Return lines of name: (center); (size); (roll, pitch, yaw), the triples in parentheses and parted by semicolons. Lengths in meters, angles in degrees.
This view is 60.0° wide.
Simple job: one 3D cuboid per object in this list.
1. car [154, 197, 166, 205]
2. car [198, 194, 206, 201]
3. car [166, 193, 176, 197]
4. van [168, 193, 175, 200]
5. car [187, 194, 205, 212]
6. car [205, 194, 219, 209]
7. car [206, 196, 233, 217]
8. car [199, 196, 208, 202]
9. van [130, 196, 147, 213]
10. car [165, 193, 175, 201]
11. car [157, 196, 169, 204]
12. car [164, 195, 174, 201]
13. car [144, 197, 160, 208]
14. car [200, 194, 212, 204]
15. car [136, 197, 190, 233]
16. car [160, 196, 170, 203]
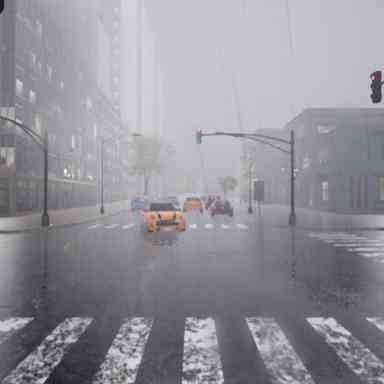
car: (-5.700, 1.571, 59.470); (1.802, 1.307, 4.206); (1, 0, 0)
car: (2.672, 1.422, 87.882); (1.967, 1.590, 4.097); (1, 0, 0)
car: (-3.107, 1.346, 51.687); (2.097, 1.767, 4.553); (0, 0, -1)
van: (-5.708, 1.321, 93.514); (1.690, 1.788, 3.998); (1, 0, 0)
car: (0.086, 1.346, 38.427); (2.097, 1.767, 4.553); (0, 0, 0)
car: (2.692, 1.308, 42.490); (2.192, 1.841, 5.009); (1, 0, 0)
car: (2.694, 1.436, 31.142); (1.967, 1.590, 4.097); (1, 0, 0)
car: (2.674, 1.551, 76.534); (1.947, 1.339, 4.313); (1, 0, 0)
van: (-5.687, 1.335, 36.774); (1.690, 1.788, 3.998); (1, 0, 0)
car: (-5.705, 1.297, 87.840); (2.192, 1.841, 5.009); (1, 0, 0)
car: (-5.702, 1.554, 65.144); (1.947, 1.339, 4.313); (1, 0, 0)
car: (-5.707, 1.534, 82.166); (2.008, 1.369, 4.403); (1, 0, 0)
car: (-5.694, 1.517, 47.952); (1.752, 1.417, 4.829); (1, 0, 0)
car: (2.683, 1.303, 65.186); (2.192, 1.841, 5.009); (1, 0, 0)
car: (-1.836, 1.349, 19.543); (2.097, 1.767, 4.553); (0, 0, -15)
car: (-5.704, 1.552, 70.818); (1.947, 1.339, 4.313); (1, 0, 0)
